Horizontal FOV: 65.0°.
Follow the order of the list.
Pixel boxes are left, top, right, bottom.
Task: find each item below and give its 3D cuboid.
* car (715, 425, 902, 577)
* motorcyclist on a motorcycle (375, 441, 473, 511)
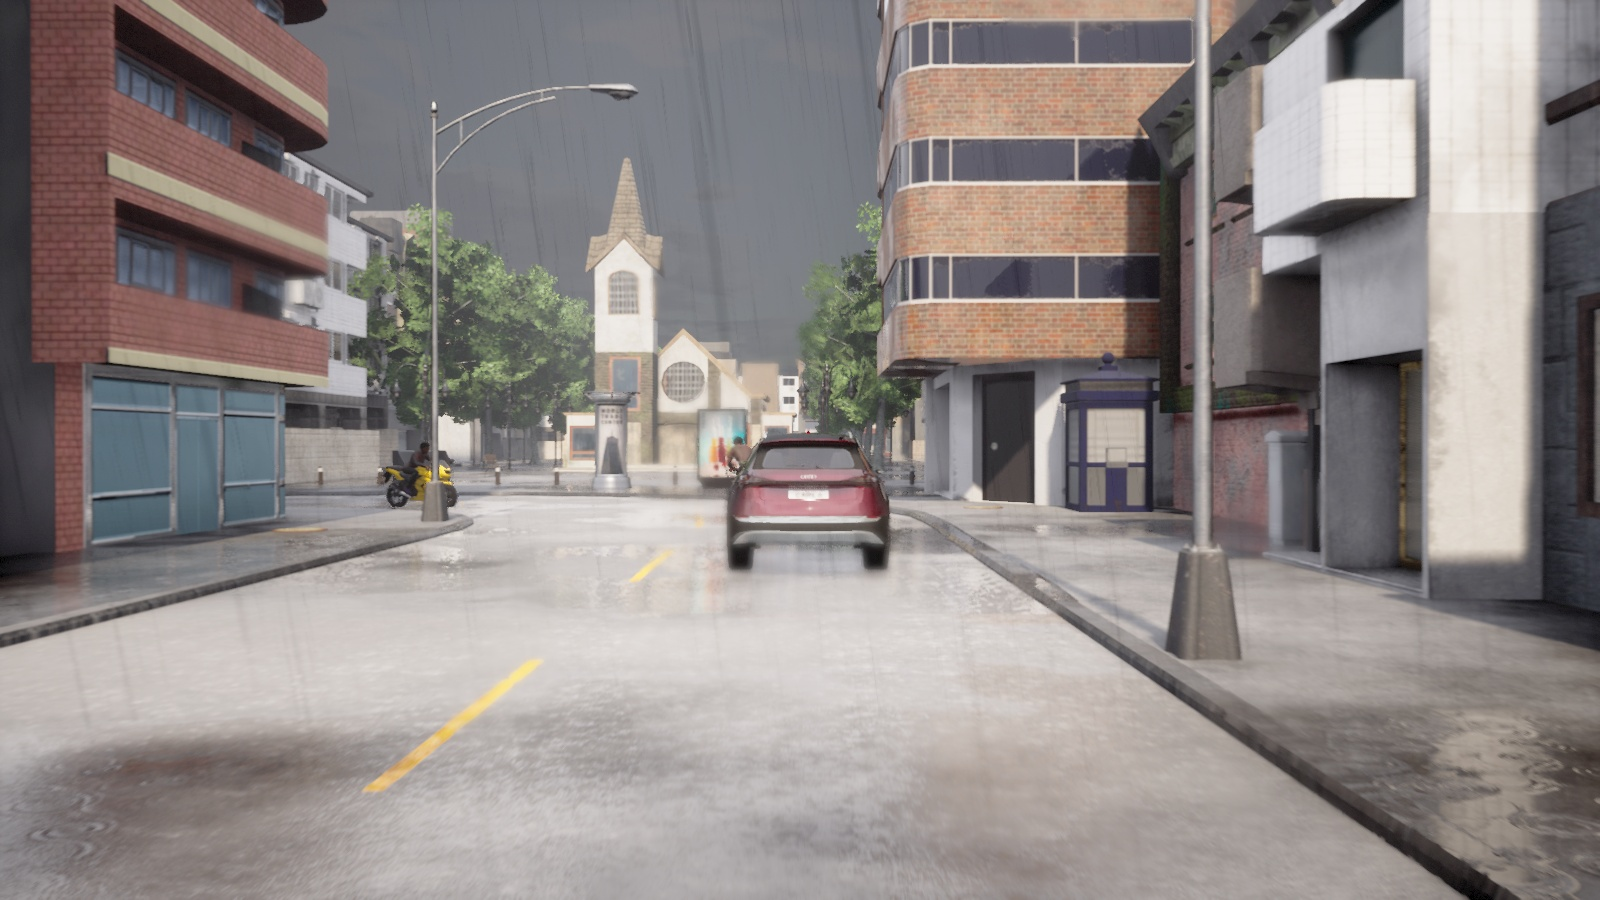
[{"bbox_3d":[0.099,0.582,16.138,2.033,1.649,4.856,0,-1,0],"label":"car"},{"bbox_3d":[-8.550,0.562,28.547,2.044,1.523,0.797,0,3,23],"label":"motorcyclist on a motorcycle"}]
